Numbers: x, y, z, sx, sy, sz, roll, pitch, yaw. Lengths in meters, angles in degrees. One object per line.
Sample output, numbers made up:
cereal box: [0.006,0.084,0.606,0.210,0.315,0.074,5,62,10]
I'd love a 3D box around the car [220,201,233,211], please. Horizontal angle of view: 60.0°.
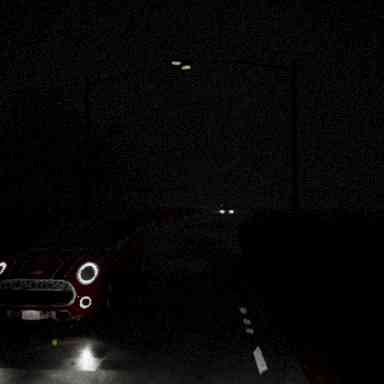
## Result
car: [6.027,2.406,59.052,2.097,1.767,4.553,0,-1,2]

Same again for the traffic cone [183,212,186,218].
traffic cone: [-0.758,2.382,34.183,0.340,0.580,0.340,-1,-1,14]

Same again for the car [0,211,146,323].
car: [-2.440,1.380,7.544,2.097,1.767,4.553,0,0,3]
